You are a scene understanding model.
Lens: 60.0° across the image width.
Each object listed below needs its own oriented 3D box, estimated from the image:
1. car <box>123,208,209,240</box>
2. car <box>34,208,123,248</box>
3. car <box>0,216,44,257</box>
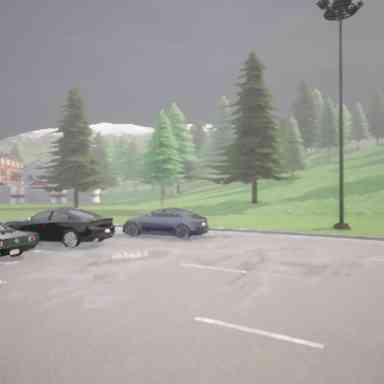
[{"bbox_3d":[-1.302,1.469,16.284,4.181,1.385,1.994,0,0,24],"label":"car"},{"bbox_3d":[-5.738,1.426,14.277,5.008,1.535,1.882,0,0,20],"label":"car"},{"bbox_3d":[-7.596,1.582,11.044,4.718,1.301,1.895,0,0,19],"label":"car"}]
